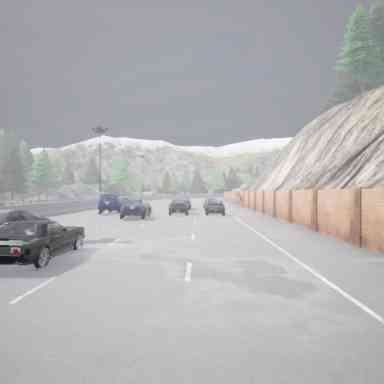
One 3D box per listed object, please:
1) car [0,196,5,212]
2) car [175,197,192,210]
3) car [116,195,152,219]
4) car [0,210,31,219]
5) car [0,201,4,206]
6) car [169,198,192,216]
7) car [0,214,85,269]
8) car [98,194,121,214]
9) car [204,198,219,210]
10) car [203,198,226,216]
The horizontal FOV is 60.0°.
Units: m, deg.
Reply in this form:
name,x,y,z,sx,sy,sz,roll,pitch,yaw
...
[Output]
name,x,y,z,sx,sy,sz,roll,pitch,yaw
car,-22.331,1.348,35.481,2.097,1.767,4.553,0,0,2
car,-1.050,1.473,43.459,1.882,1.535,5.008,0,0,1
car,-4.840,1.348,29.220,2.097,1.767,4.553,0,0,1
car,-8.624,1.546,15.719,2.033,1.411,5.357,0,0,1
car,-18.985,1.504,30.131,1.837,1.490,4.892,0,-1,2
car,-1.263,1.501,33.017,1.837,1.490,4.892,0,0,1
car,-5.211,1.600,11.121,1.895,1.301,4.718,0,0,1
car,-8.218,1.217,35.127,2.150,2.045,5.566,0,0,1
car,2.446,1.521,43.277,1.812,1.442,4.674,0,0,1
car,2.234,1.488,32.831,2.128,1.511,4.902,0,0,1
